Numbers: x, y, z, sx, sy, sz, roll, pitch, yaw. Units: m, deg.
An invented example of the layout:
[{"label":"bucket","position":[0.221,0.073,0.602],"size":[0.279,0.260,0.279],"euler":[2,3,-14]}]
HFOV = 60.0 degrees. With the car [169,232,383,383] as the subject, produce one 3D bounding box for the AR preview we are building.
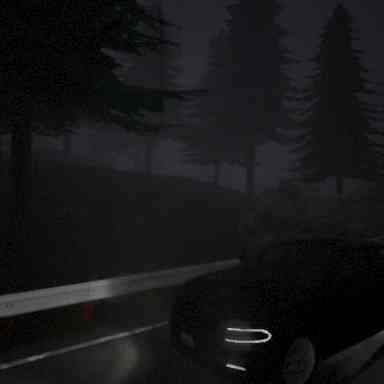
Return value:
[{"label":"car","position":[1.982,1.477,5.385],"size":[5.008,1.535,1.882],"euler":[0,0,-35]}]
